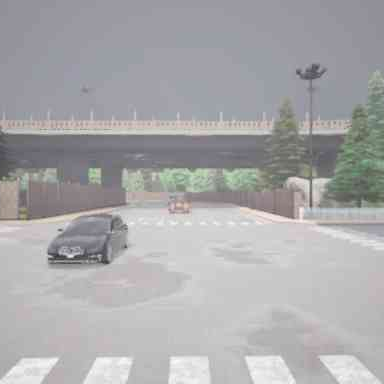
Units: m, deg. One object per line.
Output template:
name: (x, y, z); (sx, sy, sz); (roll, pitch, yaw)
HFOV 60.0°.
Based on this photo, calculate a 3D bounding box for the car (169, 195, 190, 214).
car: (-1.346, 1.467, 37.540); (2.097, 1.767, 4.553); (0, -1, 1)

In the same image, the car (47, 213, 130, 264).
car: (-3.491, 1.585, 11.982); (1.837, 1.490, 4.892); (0, 0, 0)
